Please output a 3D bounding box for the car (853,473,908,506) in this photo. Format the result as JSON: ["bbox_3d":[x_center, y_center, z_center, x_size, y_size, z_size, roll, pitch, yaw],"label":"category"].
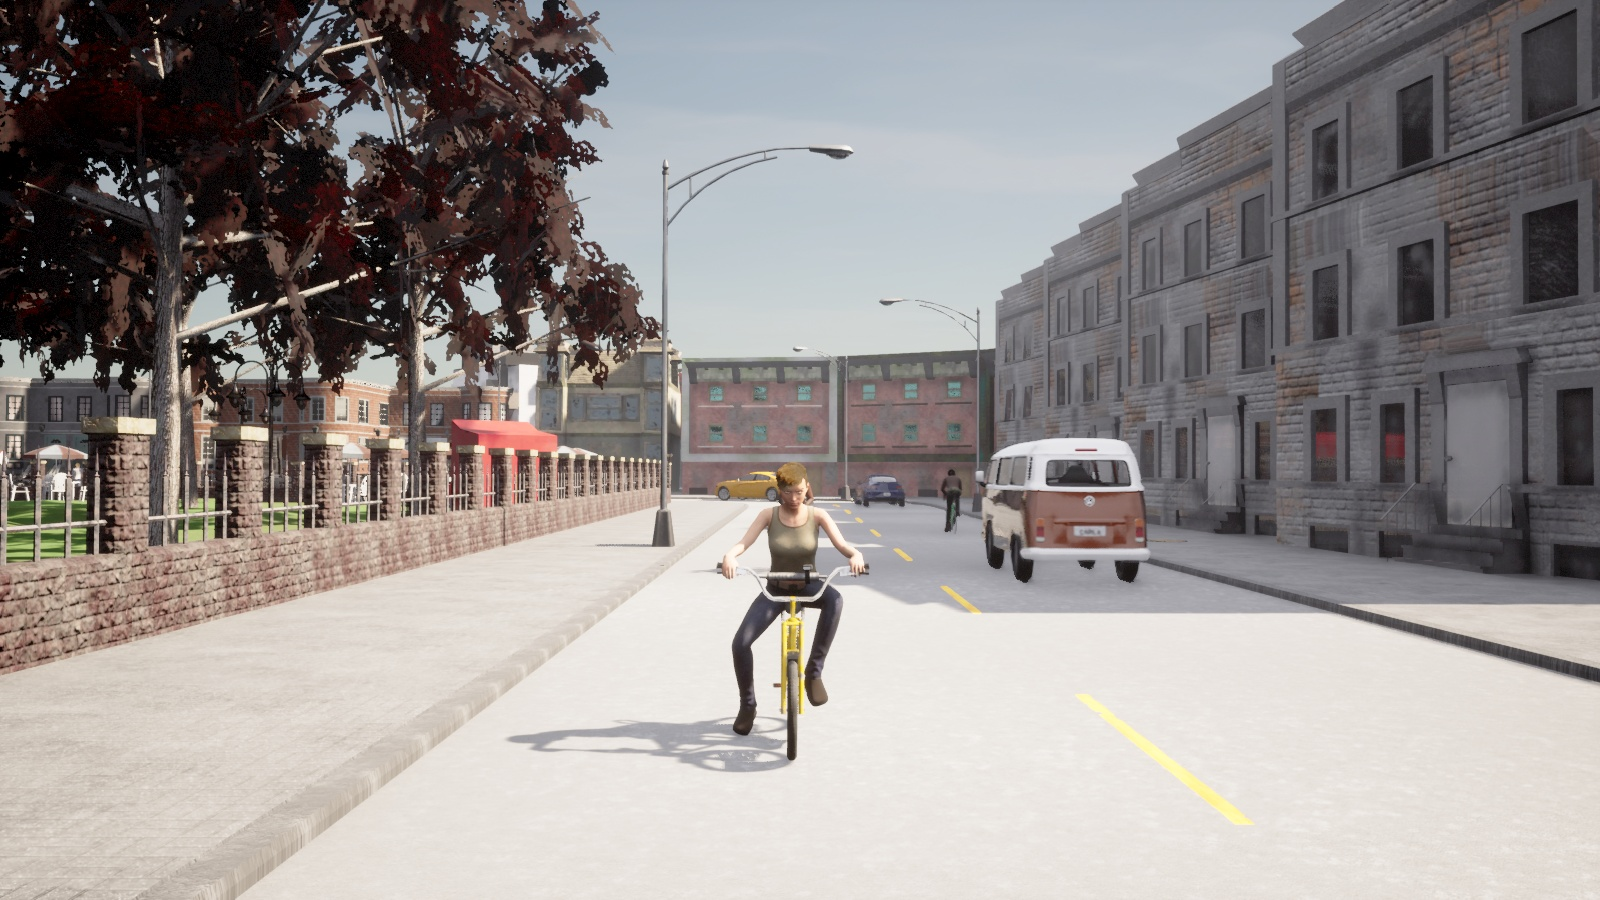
[{"bbox_3d":[3.618,1.785,57.154,1.812,1.442,4.674,0,-1,-5],"label":"car"}]

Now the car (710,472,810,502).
[{"bbox_3d":[-2.115,1.895,65.215,5.008,1.535,1.882,-1,-1,33],"label":"car"}]

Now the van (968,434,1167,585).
[{"bbox_3d":[3.934,0.845,19.277,2.069,2.038,4.480,0,-1,0],"label":"van"}]

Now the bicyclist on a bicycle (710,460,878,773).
[{"bbox_3d":[-0.034,0.873,7.262,0.866,1.612,1.509,0,-1,0],"label":"bicyclist on a bicycle"}]

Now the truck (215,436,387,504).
[{"bbox_3d":[-26.305,1.051,66.468,7.936,3.462,2.891,0,-1,0],"label":"truck"}]
